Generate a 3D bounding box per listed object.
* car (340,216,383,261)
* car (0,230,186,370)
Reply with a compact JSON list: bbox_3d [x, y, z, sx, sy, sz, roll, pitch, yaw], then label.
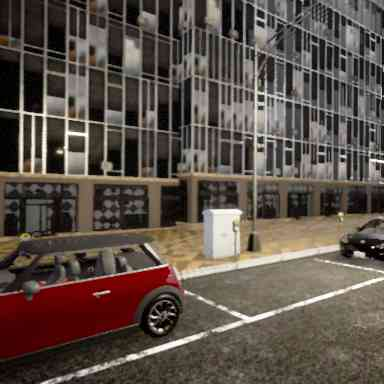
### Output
[{"bbox_3d":[6.911,1.541,11.448,4.313,1.339,1.947,0,1,-35],"label":"car"},{"bbox_3d":[-2.178,1.439,4.990,4.097,1.590,1.967,0,1,-35],"label":"car"}]
